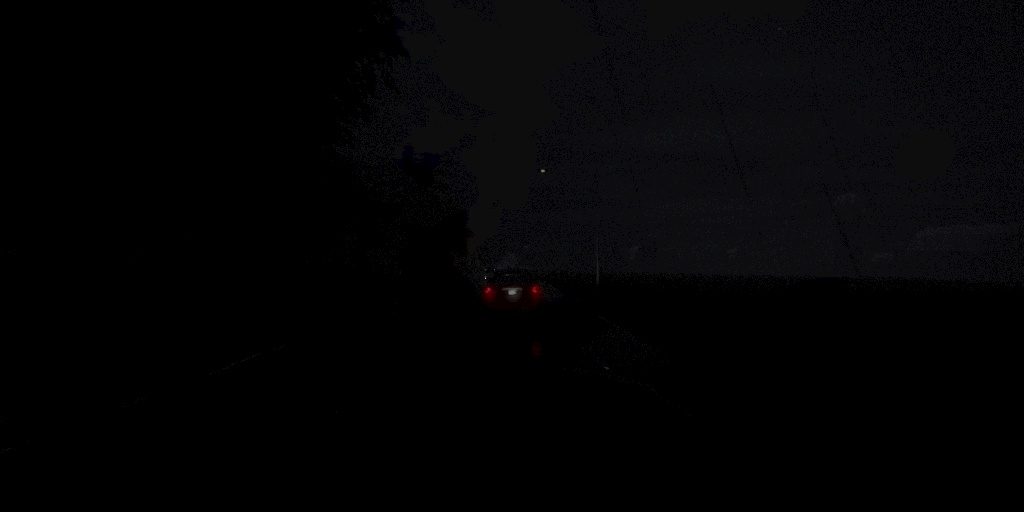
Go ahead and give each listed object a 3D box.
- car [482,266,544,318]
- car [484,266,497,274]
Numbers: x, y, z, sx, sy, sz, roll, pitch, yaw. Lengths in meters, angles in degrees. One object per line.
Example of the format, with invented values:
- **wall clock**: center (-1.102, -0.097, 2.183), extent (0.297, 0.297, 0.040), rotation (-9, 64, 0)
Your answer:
- **car**: center (0.045, 1.268, 14.049), extent (2.097, 1.767, 4.553), rotation (0, -1, 0)
- **car**: center (-3.551, 2.336, 60.357), extent (1.895, 1.301, 4.718), rotation (0, -1, 1)
